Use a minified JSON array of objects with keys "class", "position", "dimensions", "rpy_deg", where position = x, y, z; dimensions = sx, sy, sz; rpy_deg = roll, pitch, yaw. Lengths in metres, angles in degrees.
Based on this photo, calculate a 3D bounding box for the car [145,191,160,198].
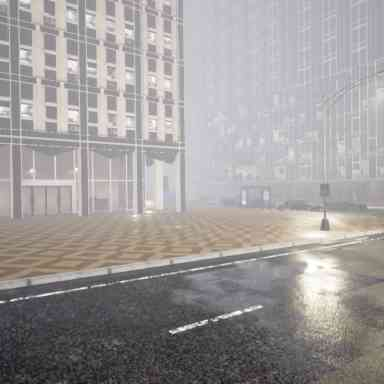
[{"class":"car","position":[-9.918,0.684,83.148],"dimensions":[1.967,1.590,4.097],"rpy_deg":[0,1,-34]}]

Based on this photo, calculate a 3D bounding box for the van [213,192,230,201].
[{"class":"van","position":[6.176,0.853,59.725],"dimensions":[1.690,1.788,3.998],"rpy_deg":[-1,1,-34]}]

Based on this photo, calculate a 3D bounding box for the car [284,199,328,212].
[{"class":"car","position":[12.038,1.422,36.174],"dimensions":[1.947,1.339,4.313],"rpy_deg":[-1,1,-34]}]

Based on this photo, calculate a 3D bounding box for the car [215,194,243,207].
[{"class":"car","position":[5.662,1.318,45.587],"dimensions":[1.947,1.339,4.313],"rpy_deg":[-1,1,-34]}]

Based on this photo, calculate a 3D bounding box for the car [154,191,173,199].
[{"class":"car","position":[-6.699,0.613,78.462],"dimensions":[2.192,1.841,5.009],"rpy_deg":[0,1,-34]}]

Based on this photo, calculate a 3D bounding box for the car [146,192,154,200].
[{"class":"car","position":[-10.387,1.038,69.036],"dimensions":[2.008,1.369,4.403],"rpy_deg":[0,1,-34]}]

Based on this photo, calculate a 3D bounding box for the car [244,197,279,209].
[{"class":"car","position":[8.833,1.386,40.870],"dimensions":[1.802,1.307,4.206],"rpy_deg":[-1,1,-34]}]

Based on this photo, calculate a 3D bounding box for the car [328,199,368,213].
[{"class":"car","position":[16.129,1.406,35.007],"dimensions":[1.994,1.385,4.181],"rpy_deg":[-1,1,-35]}]

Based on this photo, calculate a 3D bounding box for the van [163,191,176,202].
[{"class":"van","position":[-3.949,0.936,59.666],"dimensions":[1.690,1.788,3.998],"rpy_deg":[0,1,-34]}]

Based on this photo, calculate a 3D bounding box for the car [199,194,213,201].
[{"class":"car","position":[2.958,1.041,64.413],"dimensions":[1.802,1.307,4.206],"rpy_deg":[-1,1,-34]}]

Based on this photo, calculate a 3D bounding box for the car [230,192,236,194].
[{"class":"car","position":[7.995,1.063,46.844],"dimensions":[2.097,1.767,4.553],"rpy_deg":[-1,1,-34]}]
